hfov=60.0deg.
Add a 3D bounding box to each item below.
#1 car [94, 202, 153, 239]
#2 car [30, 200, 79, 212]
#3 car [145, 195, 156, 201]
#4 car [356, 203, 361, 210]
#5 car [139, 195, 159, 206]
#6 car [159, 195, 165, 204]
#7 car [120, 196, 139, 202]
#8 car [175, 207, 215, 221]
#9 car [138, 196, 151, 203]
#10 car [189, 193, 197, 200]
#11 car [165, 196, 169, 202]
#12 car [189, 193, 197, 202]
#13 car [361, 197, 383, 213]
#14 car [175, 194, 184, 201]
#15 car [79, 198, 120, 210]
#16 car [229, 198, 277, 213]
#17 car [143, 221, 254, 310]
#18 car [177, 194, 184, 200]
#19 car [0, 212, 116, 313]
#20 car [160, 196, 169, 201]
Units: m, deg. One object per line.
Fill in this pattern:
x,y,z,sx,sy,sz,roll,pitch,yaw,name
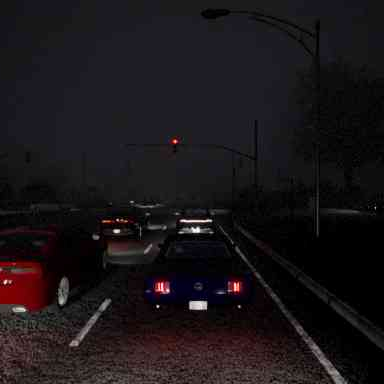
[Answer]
-3.358,1.505,17.286,1.837,1.490,4.892,0,0,0,car
-15.812,1.601,37.875,4.718,1.301,1.895,0,0,3,car
-10.295,1.540,82.824,2.033,1.411,5.357,0,0,0,car
21.940,1.498,39.173,4.892,1.490,1.837,0,0,3,car
-6.956,1.564,54.686,1.994,1.385,4.181,0,0,-1,car
-6.890,1.601,63.447,1.895,1.301,4.718,0,0,1,car
-10.484,1.491,53.168,2.128,1.511,4.902,0,0,1,car
0.151,1.491,17.023,2.128,1.511,4.902,0,0,-1,car
-10.322,1.540,72.520,2.033,1.411,5.357,0,0,0,car
0.275,1.225,94.667,2.150,2.045,5.566,0,0,1,car
-6.821,1.478,73.208,1.882,1.535,5.008,0,0,0,car
0.193,1.500,78.669,1.837,1.490,4.892,0,0,0,car
21.804,1.214,35.670,5.566,2.045,2.150,0,0,3,car
-3.289,1.532,84.646,2.033,1.411,5.357,0,0,0,car
-11.777,1.525,41.143,4.674,1.442,1.812,0,0,3,car
6.382,1.601,36.167,4.718,1.301,1.895,0,0,-2,car
0.119,1.601,7.761,1.895,1.301,4.718,0,0,0,car
-3.222,1.328,95.054,1.882,1.535,5.008,0,0,1,car
-3.382,1.478,7.788,1.882,1.535,5.008,0,0,0,car
-6.794,1.595,83.191,1.895,1.301,4.718,0,0,0,car
